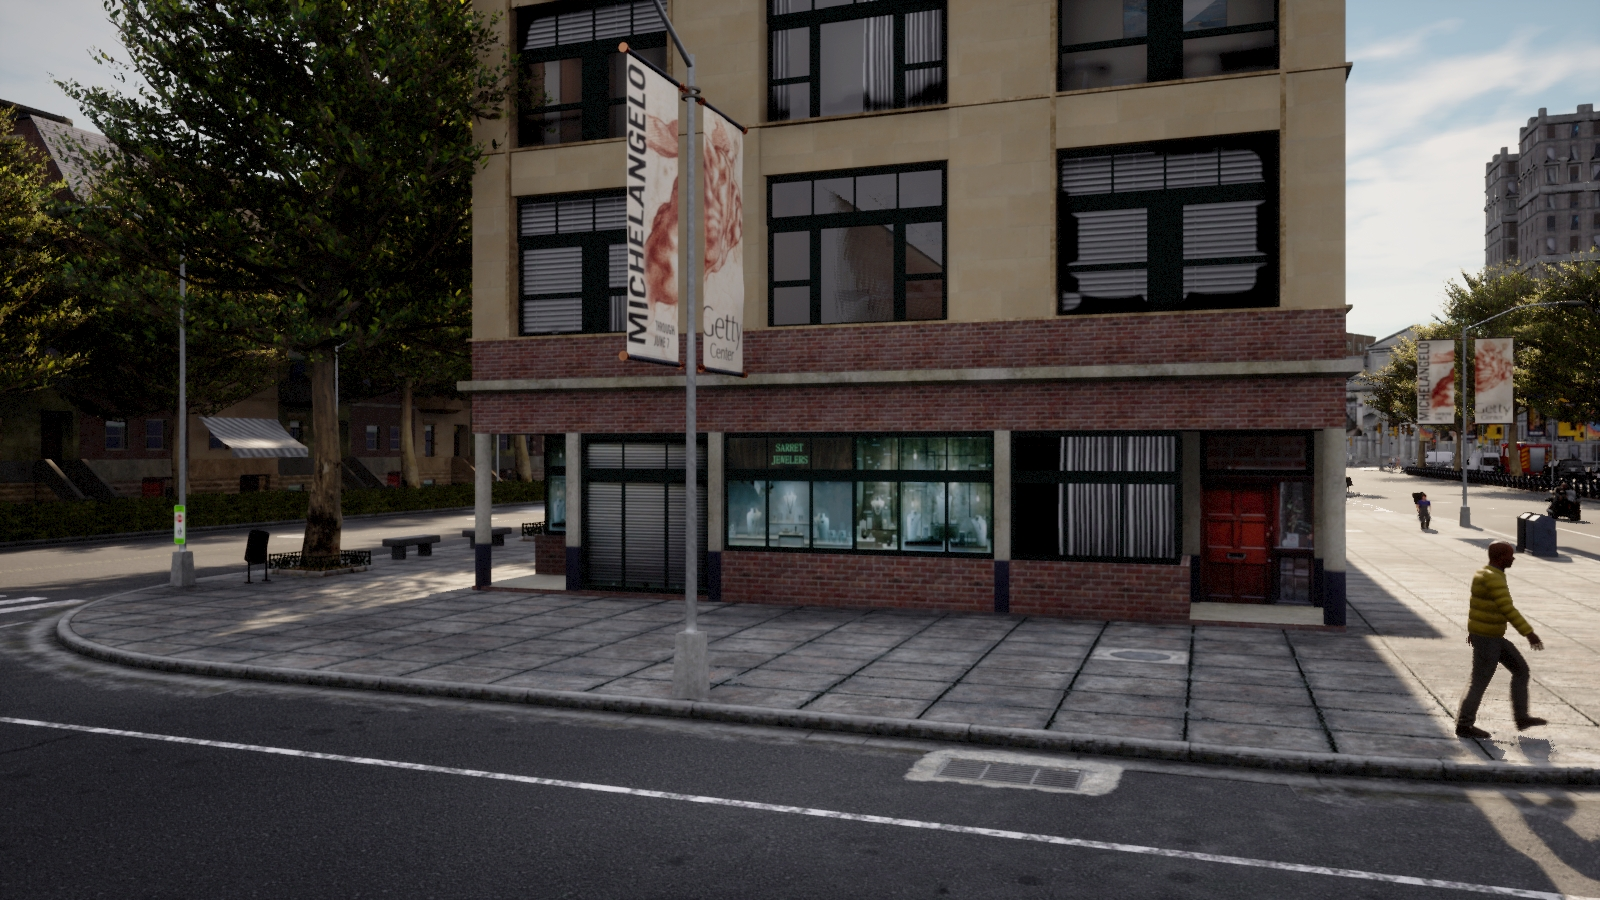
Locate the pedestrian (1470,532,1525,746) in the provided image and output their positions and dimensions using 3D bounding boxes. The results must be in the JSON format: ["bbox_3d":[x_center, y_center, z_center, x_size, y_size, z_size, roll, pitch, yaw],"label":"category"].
[{"bbox_3d":[6.332,1.696,10.383,0.375,1.860,0.375,0,0,23],"label":"pedestrian"}]

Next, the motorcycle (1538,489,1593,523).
[{"bbox_3d":[30.308,2.201,45.279,0.867,1.251,2.209,-2,0,7],"label":"motorcycle"}]

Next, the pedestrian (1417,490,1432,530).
[{"bbox_3d":[20.560,1.974,37.594,0.375,1.300,0.375,0,0,19],"label":"pedestrian"}]
